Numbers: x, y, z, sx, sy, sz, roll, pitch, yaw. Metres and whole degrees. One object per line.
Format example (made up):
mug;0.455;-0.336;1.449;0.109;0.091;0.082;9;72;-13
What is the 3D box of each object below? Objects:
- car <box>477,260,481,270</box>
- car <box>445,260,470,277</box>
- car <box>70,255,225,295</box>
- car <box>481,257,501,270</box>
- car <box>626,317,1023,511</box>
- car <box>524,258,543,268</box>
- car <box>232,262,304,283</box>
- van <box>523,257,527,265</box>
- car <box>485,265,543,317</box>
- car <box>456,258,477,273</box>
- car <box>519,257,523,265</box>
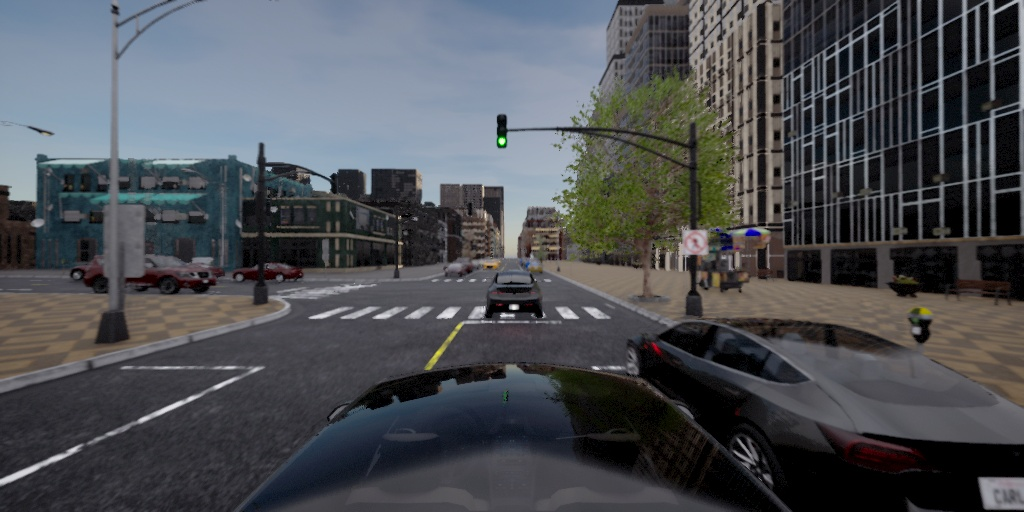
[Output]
car;-5.695;1.346;53.140;2.007;1.370;4.403;0;0;0
car;-5.693;1.362;36.487;1.802;1.307;4.207;0;0;0
car;-17.160;0.861;17.098;5.009;1.841;2.192;0;0;-1
car;-3.076;1.273;52.474;1.882;1.535;5.008;0;0;0
car;2.691;1.318;4.012;1.948;1.339;4.313;0;0;0
car;2.686;1.312;42.211;1.751;1.417;4.829;0;0;0
car;-17.279;1.139;25.477;4.507;1.381;1.888;0;0;-1
van;2.686;1.132;47.592;1.690;1.789;3.998;0;0;0
car;0.076;1.267;13.161;1.837;1.490;4.892;0;0;0
car;-5.694;1.100;42.038;2.192;1.841;5.009;0;0;0
car;2.684;1.353;58.694;2.007;1.370;4.403;0;0;0
